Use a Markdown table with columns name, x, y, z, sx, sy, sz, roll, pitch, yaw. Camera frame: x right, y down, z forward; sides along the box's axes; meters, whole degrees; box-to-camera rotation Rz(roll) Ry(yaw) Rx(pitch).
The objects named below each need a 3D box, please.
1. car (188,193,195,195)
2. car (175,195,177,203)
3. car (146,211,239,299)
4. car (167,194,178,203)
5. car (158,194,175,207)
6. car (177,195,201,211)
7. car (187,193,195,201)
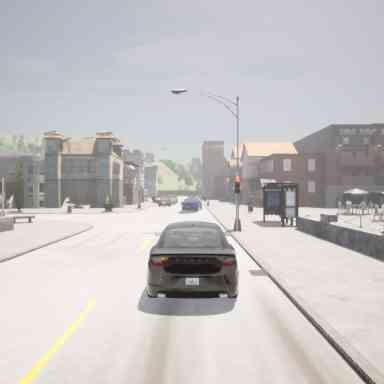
| name | x | y | z | sx | sy | sz | roll | pitch | yaw |
| --- | --- | --- | --- | --- | --- | --- | --- | --- | --- |
| car | -0.075 | 1.505 | 65.368 | 1.837 | 1.490 | 4.892 | 0 | 0 | 0 |
| car | -4.229 | 1.352 | 61.079 | 2.097 | 1.767 | 4.553 | 0 | 0 | 0 |
| car | 0.028 | 1.478 | 8.534 | 1.882 | 1.535 | 5.008 | 0 | 0 | 0 |
| car | -4.190 | 1.355 | 71.142 | 2.097 | 1.767 | 4.553 | 0 | 0 | 0 |
| car | -4.232 | 1.491 | 51.979 | 2.128 | 1.511 | 4.902 | 0 | 0 | 0 |
| car | -0.074 | 1.477 | 38.461 | 1.882 | 1.535 | 5.008 | 1 | 0 | 8 |
| car | -0.234 | 1.225 | 87.494 | 2.150 | 2.045 | 5.566 | 0 | 0 | 0 |
